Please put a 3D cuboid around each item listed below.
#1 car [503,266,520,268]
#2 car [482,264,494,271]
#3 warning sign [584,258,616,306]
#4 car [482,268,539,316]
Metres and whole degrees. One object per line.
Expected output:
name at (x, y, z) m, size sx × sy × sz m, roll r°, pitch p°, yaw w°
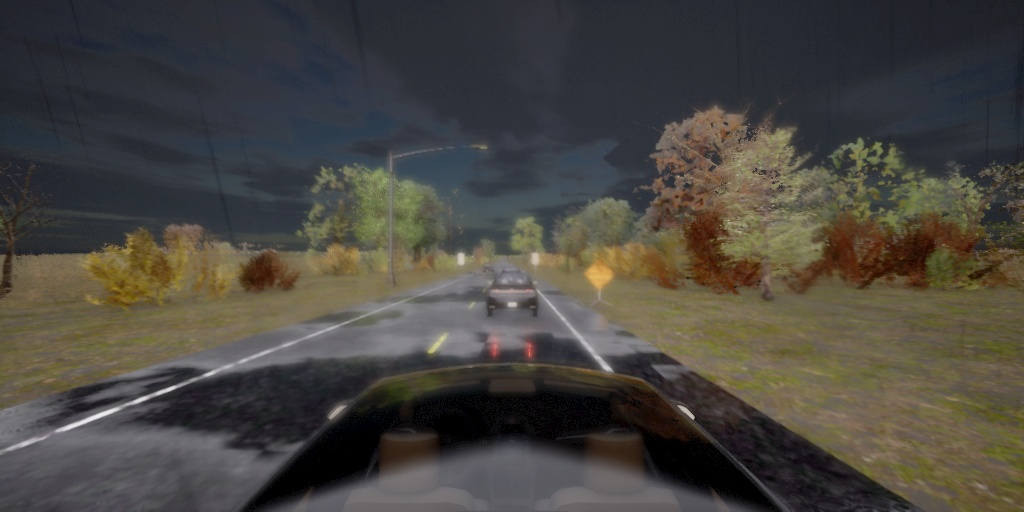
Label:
car at (-0.041, 1.587, 29.079) m, size 2.128 × 1.511 × 4.902 m, roll 0°, pitch -1°, yaw 0°
car at (-3.903, 2.026, 59.257) m, size 2.033 × 1.411 × 5.357 m, roll 0°, pitch -1°, yaw 0°
warning sign at (3.529, 1.026, 14.520) m, size 1.300 × 1.860 × 1.060 m, roll 0°, pitch 0°, yaw 0°
car at (0.024, 1.397, 14.071) m, size 2.128 × 1.511 × 4.902 m, roll 0°, pitch -1°, yaw 0°
